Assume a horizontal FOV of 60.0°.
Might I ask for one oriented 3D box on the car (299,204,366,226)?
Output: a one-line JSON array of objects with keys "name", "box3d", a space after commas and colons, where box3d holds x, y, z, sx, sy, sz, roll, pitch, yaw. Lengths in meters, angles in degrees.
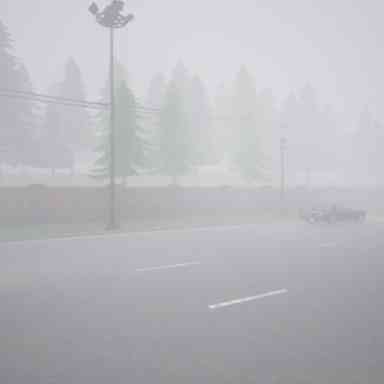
[{"name": "car", "box3d": [9.446, 1.455, 22.109, 4.718, 1.301, 1.895, 0, 0, -32]}]
